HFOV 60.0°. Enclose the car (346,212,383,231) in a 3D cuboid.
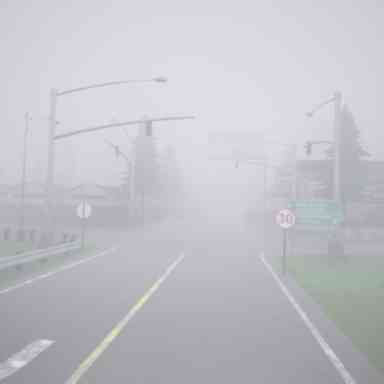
[{"bbox_3d":[17.735,3.338,34.132,3.866,1.878,1.905,1,-2,5],"label":"car"}]
